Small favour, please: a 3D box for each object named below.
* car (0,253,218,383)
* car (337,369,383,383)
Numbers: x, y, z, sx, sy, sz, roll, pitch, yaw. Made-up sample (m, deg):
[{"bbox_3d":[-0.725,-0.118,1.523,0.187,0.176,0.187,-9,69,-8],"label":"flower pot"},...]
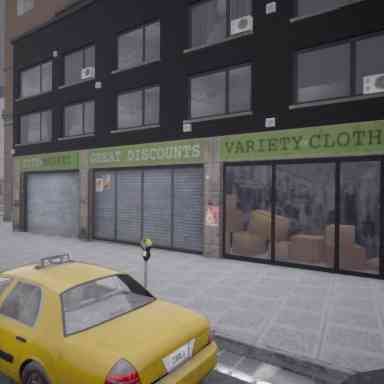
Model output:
[{"bbox_3d":[-2.003,1.524,4.510,4.829,1.417,1.752,0,1,35],"label":"car"},{"bbox_3d":[2.689,1.551,1.177,4.403,1.369,2.008,0,1,35],"label":"car"}]
